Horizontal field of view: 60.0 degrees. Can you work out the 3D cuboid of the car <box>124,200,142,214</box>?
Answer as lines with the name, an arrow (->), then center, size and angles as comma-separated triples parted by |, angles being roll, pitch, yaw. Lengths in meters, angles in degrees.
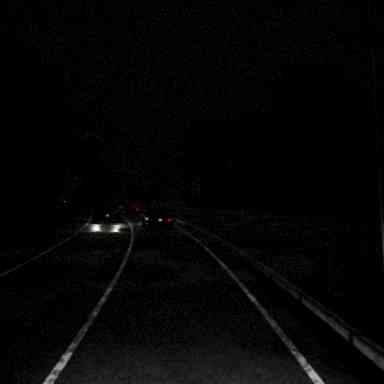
car -> -6.999, 1.882, 40.669 | 1.882, 1.535, 5.008 | 1, -1, -16

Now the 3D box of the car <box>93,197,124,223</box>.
car -> -7.292, 1.490, 28.794 | 2.150, 2.045, 5.566 | 1, -1, -14

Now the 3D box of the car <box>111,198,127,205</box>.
car -> -15.281, 2.021, 69.762 | 2.033, 1.411, 5.357 | 0, 0, 0

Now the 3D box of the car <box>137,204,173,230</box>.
car -> -2.501, 1.831, 23.272 | 2.033, 1.411, 5.357 | 1, -1, -12
